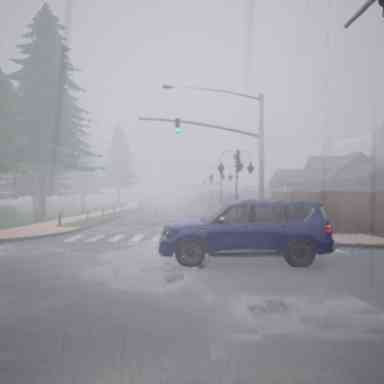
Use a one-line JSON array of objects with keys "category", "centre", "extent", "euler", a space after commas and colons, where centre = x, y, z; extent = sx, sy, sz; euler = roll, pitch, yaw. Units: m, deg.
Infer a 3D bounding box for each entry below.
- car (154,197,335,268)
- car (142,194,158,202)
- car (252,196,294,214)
[{"category": "car", "centre": [1.723, 1.297, 10.959], "extent": [5.566, 2.045, 2.150], "euler": [0, 0, 1]}, {"category": "car", "centre": [-11.406, 1.710, 94.440], "extent": [2.150, 2.045, 5.566], "euler": [0, 0, -27]}, {"category": "car", "centre": [8.446, 1.337, 34.891], "extent": [3.866, 1.878, 1.905], "euler": [0, 0, -1]}]
